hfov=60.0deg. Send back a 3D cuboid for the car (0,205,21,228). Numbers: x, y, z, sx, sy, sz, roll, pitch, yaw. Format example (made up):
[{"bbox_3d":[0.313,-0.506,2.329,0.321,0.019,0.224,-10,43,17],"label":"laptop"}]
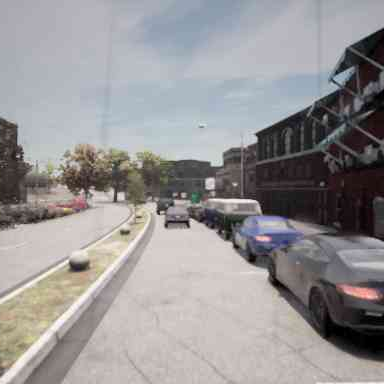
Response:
[{"bbox_3d":[-14.551,1.757,22.266,4.792,1.488,2.163,0,-1,-5],"label":"car"}]

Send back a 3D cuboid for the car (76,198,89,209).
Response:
[{"bbox_3d":[-18.616,1.950,49.248,5.566,2.045,2.435,0,-1,-11],"label":"car"}]

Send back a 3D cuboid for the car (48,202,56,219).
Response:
[{"bbox_3d":[-15.537,1.921,30.527,4.792,1.488,2.163,0,-1,-7],"label":"car"}]

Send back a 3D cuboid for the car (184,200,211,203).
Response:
[{"bbox_3d":[0.741,1.878,34.300,2.097,1.535,5.008,0,-1,-7],"label":"car"}]

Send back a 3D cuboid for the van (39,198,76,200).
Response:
[{"bbox_3d":[-17.233,1.856,41.314,4.442,1.987,1.878,0,-1,-9],"label":"van"}]

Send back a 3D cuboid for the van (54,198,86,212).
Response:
[{"bbox_3d":[-19.021,2.010,51.966,4.442,1.987,1.878,0,-1,-11],"label":"van"}]

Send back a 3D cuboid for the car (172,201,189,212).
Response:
[{"bbox_3d":[-1.828,2.129,50.013,1.882,1.535,5.008,0,-1,-11],"label":"car"}]

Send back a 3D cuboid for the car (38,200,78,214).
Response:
[{"bbox_3d":[-16.489,2.033,38.663,5.366,1.575,1.946,0,-1,-9],"label":"car"}]

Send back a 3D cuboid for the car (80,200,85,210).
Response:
[{"bbox_3d":[-18.031,2.192,46.580,4.792,1.488,2.163,0,-1,-10],"label":"car"}]

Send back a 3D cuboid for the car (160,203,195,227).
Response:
[{"bbox_3d":[-1.201,1.792,25.135,2.033,1.411,5.357,0,-1,-5],"label":"car"}]

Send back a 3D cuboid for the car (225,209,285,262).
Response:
[{"bbox_3d":[2.675,1.575,12.231,2.002,1.452,4.674,0,0,-3],"label":"car"}]

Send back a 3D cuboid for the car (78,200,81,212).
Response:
[{"bbox_3d":[-17.581,2.164,44.003,4.674,1.452,2.002,0,-1,-10],"label":"car"}]

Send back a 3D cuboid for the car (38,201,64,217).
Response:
[{"bbox_3d":[-15.840,1.971,33.238,4.792,1.488,2.163,0,-1,-8],"label":"car"}]

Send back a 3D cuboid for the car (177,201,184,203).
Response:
[{"bbox_3d":[-0.328,2.038,41.086,1.812,1.442,4.674,0,-1,-9],"label":"car"}]

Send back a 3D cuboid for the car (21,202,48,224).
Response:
[{"bbox_3d":[-15.169,1.840,27.820,4.892,1.521,2.231,0,-1,-6],"label":"car"}]

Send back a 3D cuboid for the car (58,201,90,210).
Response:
[{"bbox_3d":[-20.215,2.305,57.345,4.892,1.521,2.231,0,-1,-11],"label":"car"}]

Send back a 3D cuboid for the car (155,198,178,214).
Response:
[{"bbox_3d":[-3.476,1.778,42.925,2.150,2.045,5.566,0,-1,-9],"label":"car"}]

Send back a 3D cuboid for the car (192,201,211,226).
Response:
[{"bbox_3d":[1.398,1.812,28.846,2.163,1.488,4.792,0,-1,-5],"label":"car"}]

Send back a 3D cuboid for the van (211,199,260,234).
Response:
[{"bbox_3d":[2.368,1.373,17.896,1.878,1.987,4.442,0,-1,-3],"label":"van"}]

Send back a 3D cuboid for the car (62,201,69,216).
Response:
[{"bbox_3d":[-16.259,2.030,35.937,4.674,1.452,2.002,0,-1,-8],"label":"car"}]

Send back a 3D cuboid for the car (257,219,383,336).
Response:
[{"bbox_3d":[2.893,1.535,6.692,2.002,1.452,4.674,0,0,-1],"label":"car"}]
